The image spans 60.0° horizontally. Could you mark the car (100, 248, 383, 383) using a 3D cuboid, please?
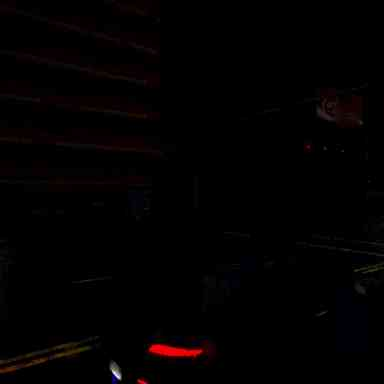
[{"bbox_3d":[1.136,1.526,4.548,4.674,1.442,1.812,0,0,-36],"label":"car"}]
